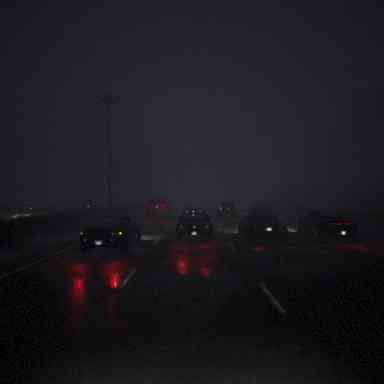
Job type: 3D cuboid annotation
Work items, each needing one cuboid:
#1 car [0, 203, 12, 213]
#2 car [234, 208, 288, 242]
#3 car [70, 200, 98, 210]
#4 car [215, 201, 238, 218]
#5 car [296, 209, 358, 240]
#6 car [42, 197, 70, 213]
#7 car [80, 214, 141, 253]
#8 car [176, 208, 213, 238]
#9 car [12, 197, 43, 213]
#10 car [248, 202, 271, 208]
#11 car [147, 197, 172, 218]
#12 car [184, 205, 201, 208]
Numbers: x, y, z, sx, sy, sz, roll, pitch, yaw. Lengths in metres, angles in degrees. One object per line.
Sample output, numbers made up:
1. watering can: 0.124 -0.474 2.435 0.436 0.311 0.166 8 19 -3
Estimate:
1. car: -24.546 2.032 42.581 1.895 1.301 4.718 0 -1 0
2. car: 3.615 1.744 17.575 1.994 1.385 4.181 0 -1 0
3. car: -14.044 1.801 44.342 2.097 1.767 4.553 0 0 0
4. car: 3.631 1.709 35.027 2.097 1.767 4.553 0 -1 0
5. car: 7.115 1.690 18.031 1.837 1.490 4.892 0 -1 0
6. car: -17.541 1.801 44.353 2.097 1.767 4.553 0 0 0
7. car: -3.388 1.673 14.362 1.812 1.442 4.674 0 -1 0
8. car: 0.118 1.793 18.763 1.895 1.301 4.718 0 -1 0
9. car: -21.042 1.673 44.216 2.150 2.045 5.566 0 -1 0
10. car: 7.130 1.852 35.266 2.128 1.511 4.902 0 -1 0
11. car: -3.370 1.573 34.509 2.150 2.045 5.566 0 -1 0
12. car: 0.130 1.950 34.244 1.895 1.301 4.718 0 -1 0
